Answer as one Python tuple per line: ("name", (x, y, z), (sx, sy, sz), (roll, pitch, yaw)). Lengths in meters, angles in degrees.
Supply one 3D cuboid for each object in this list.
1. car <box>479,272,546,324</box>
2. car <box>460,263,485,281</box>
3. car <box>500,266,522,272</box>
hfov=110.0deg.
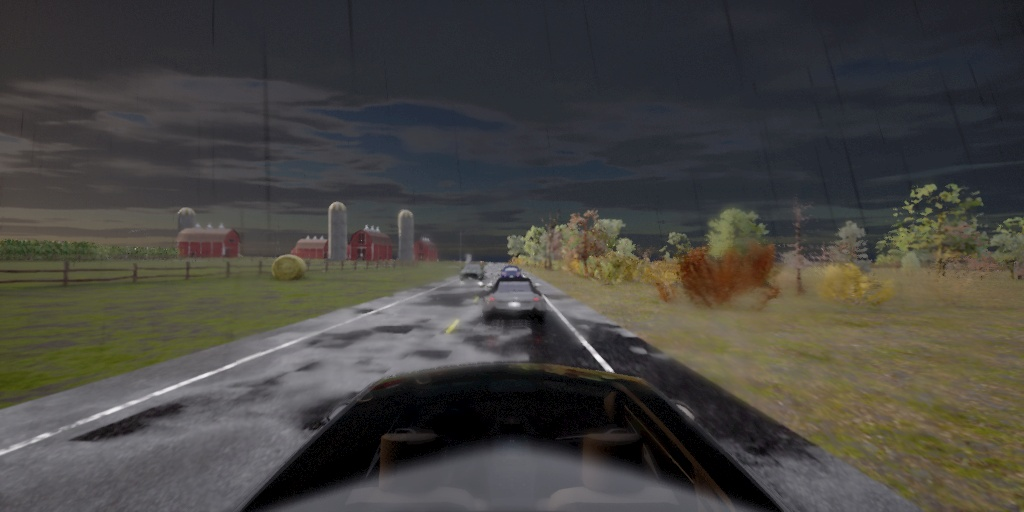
("car", (0.076, 1.433, 12.568), (1.994, 1.385, 4.181), (0, -1, 0))
("car", (-3.702, 1.466, 34.285), (2.097, 1.767, 4.553), (0, -1, 0))
("car", (-0.062, 1.616, 32.332), (1.812, 1.442, 4.674), (0, 0, -1))
